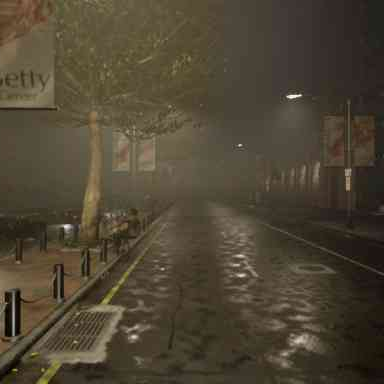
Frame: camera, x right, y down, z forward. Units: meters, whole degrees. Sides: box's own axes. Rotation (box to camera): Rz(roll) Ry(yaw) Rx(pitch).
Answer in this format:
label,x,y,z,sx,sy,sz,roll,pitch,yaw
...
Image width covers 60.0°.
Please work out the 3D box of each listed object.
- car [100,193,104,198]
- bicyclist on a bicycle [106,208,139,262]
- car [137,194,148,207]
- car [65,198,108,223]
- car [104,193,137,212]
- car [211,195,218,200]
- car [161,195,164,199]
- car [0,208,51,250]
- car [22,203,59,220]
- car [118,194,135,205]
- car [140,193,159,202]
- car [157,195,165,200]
label,x,y,z,sx,sy,sz,roll,pitch,yaw
car,-13.776,1.219,47.525,2.150,2.045,5.566,0,0,25
bicyclist on a bicycle,-2.179,1.239,10.761,0.582,1.656,1.620,8,-50,-50
car,-8.320,1.523,51.364,1.812,1.442,4.674,0,0,0
car,-8.215,1.502,25.779,1.837,1.490,4.892,0,0,0
car,-8.269,1.220,38.969,2.150,2.045,5.566,0,0,0
car,6.327,1.590,94.073,1.895,1.301,4.718,0,0,0
car,-8.341,1.521,76.179,2.128,1.511,4.902,0,0,0
car,-8.138,1.600,14.347,1.895,1.301,4.718,0,0,0
car,-11.708,1.563,25.156,1.994,1.385,4.181,0,0,0
car,-11.837,1.348,60.443,2.097,1.767,4.553,0,0,0
car,-8.326,1.220,65.562,2.150,2.045,5.566,0,0,0
car,-8.410,1.478,91.339,1.812,1.442,4.674,0,0,0
